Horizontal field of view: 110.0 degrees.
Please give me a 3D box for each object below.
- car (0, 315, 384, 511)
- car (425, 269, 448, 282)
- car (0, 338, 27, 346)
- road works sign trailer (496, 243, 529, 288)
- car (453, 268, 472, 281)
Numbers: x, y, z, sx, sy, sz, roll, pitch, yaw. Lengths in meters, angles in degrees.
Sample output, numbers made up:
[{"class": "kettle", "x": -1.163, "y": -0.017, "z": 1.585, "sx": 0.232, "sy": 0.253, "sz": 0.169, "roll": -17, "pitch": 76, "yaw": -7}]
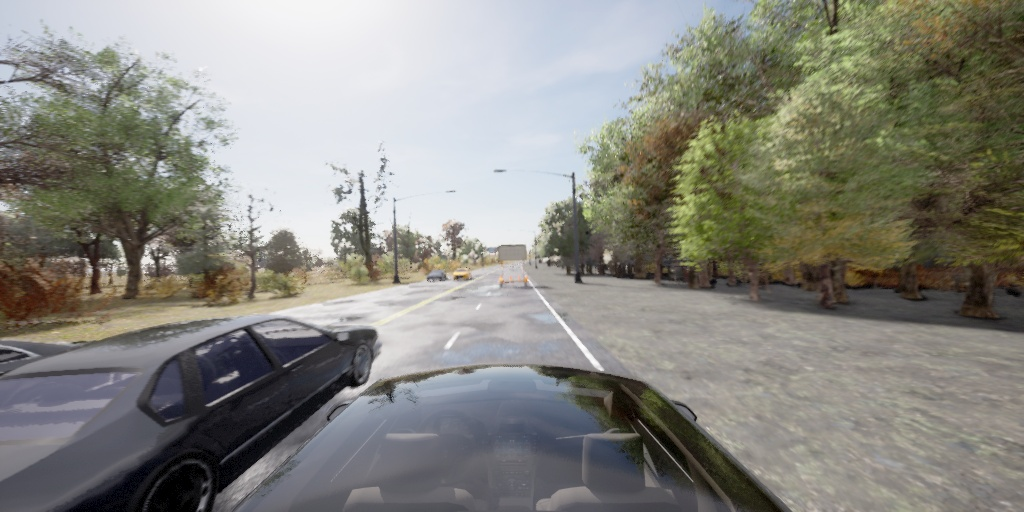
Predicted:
[{"class": "car", "x": -3.173, "y": 1.381, "z": 3.769, "sx": 2.033, "sy": 1.411, "sz": 5.357, "roll": -4, "pitch": 2, "yaw": 0}, {"class": "car", "x": -9.573, "y": 2.460, "z": 45.848, "sx": 1.812, "sy": 1.442, "sz": 4.674, "roll": -2, "pitch": -1, "yaw": 1}, {"class": "car", "x": -6.646, "y": 1.600, "z": 3.025, "sx": 2.128, "sy": 1.511, "sz": 4.902, "roll": -2, "pitch": -1, "yaw": 0}, {"class": "road works sign trailer", "x": 0.142, "y": 0.773, "z": 29.920, "sx": 2.380, "sy": 3.560, "sz": 2.880, "roll": 0, "pitch": 0, "yaw": 1}, {"class": "car", "x": -6.329, "y": 2.289, "z": 45.839, "sx": 1.882, "sy": 1.535, "sz": 5.008, "roll": -2, "pitch": -1, "yaw": 1}]
